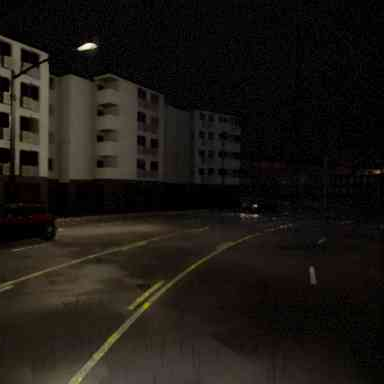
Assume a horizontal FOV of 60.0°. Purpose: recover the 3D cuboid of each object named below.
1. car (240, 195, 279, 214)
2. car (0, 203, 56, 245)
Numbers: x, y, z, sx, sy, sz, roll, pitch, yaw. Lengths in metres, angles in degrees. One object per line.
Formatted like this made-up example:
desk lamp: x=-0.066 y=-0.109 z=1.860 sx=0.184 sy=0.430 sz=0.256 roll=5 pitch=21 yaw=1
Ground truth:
car: x=7.536 y=1.464 z=36.613 sx=4.553 sy=1.767 sz=2.097 roll=1 pitch=0 yaw=-40
car: x=-7.888 y=1.290 z=13.725 sx=2.097 sy=1.767 sz=4.553 roll=1 pitch=0 yaw=20
